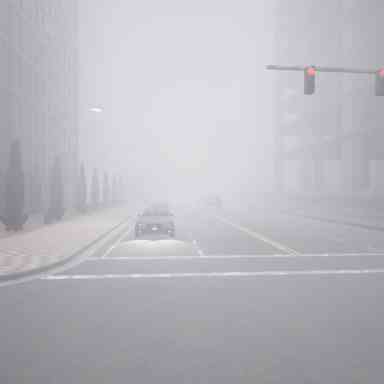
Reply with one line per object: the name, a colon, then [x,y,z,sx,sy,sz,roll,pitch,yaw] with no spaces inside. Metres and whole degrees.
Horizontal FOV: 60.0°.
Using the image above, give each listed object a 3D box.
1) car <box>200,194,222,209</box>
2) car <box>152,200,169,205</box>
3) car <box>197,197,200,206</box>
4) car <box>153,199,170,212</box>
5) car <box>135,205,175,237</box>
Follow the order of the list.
car: [2.913,1.297,47.044,2.150,2.045,5.566,0,0,-4]
car: [-2.807,1.604,28.709,2.033,1.411,5.357,0,0,-5]
car: [2.051,1.437,57.428,2.097,1.767,4.553,0,0,-5]
car: [-3.732,1.631,40.670,1.994,1.385,4.181,0,0,-4]
car: [-1.972,1.611,18.104,1.994,1.385,4.181,0,0,-4]
